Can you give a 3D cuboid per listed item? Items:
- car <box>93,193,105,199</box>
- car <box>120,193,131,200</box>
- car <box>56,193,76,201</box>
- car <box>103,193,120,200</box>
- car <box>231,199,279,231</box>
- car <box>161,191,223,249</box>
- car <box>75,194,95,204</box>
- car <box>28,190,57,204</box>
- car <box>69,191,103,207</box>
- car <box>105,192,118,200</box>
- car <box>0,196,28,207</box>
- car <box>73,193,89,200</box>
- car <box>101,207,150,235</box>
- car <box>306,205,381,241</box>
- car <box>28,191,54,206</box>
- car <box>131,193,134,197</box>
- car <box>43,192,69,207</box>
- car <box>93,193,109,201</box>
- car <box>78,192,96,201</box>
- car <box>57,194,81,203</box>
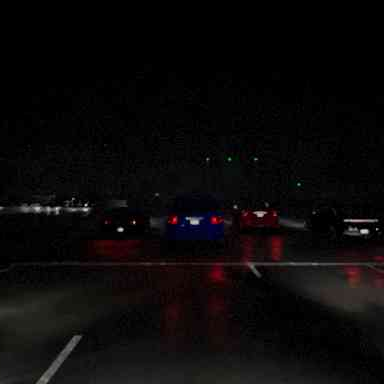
[{"bbox_3d":[-21.523,0.913,77.087,2.033,1.411,5.357,0,0,-7],"label":"car"},{"bbox_3d":[-14.057,1.020,65.289,2.033,1.411,5.357,0,0,0],"label":"car"},{"bbox_3d":[-24.557,1.016,65.017,2.033,1.411,5.357,0,0,0],"label":"car"},{"bbox_3d":[-14.046,1.103,55.404,2.033,1.411,5.357,0,0,0],"label":"car"},{"bbox_3d":[3.585,1.215,19.604,2.097,1.767,4.553,0,0,0],"label":"car"},{"bbox_3d":[0.089,1.128,14.278,2.150,2.045,5.566,0,0,0],"label":"car"},{"bbox_3d":[-17.546,1.086,54.991,1.812,1.442,4.674,0,0,0],"label":"car"},{"bbox_3d":[-24.546,0.783,54.900,2.150,2.045,5.566,0,0,0],"label":"car"},{"bbox_3d":[-14.128,0.868,44.700,2.150,2.045,5.566,0,0,-1],"label":"car"},{"bbox_3d":[-17.689,0.882,73.434,1.882,1.535,5.008,0,0,-3],"label":"car"},{"bbox_3d":[-24.604,1.197,44.517,2.033,1.411,5.357,0,0,0],"label":"car"},{"bbox_3d":[-24.796,0.922,74.424,2.128,1.511,4.902,0,0,-3],"label":"car"},{"bbox_3d":[-3.413,1.476,18.064,1.895,1.301,4.718,0,0,0],"label":"car"},{"bbox_3d":[7.087,1.384,16.090,2.128,1.511,4.902,0,0,0],"label":"car"},{"bbox_3d":[-21.089,0.851,46.817,2.150,2.045,5.566,0,0,0],"label":"car"},{"bbox_3d":[-14.290,0.870,74.749,1.882,1.535,5.008,0,0,-3],"label":"car"},{"bbox_3d":[-17.610,1.137,44.833,2.128,1.511,4.902,0,0,0],"label":"car"},{"bbox_3d":[-17.554,0.986,64.194,1.837,1.490,4.892,0,0,0],"label":"car"},{"bbox_3d":[-21.058,0.817,66.677,2.097,1.767,4.553,0,0,0],"label":"car"},{"bbox_3d":[-21.048,1.089,57.163,2.033,1.411,5.357,0,0,0],"label":"car"}]
